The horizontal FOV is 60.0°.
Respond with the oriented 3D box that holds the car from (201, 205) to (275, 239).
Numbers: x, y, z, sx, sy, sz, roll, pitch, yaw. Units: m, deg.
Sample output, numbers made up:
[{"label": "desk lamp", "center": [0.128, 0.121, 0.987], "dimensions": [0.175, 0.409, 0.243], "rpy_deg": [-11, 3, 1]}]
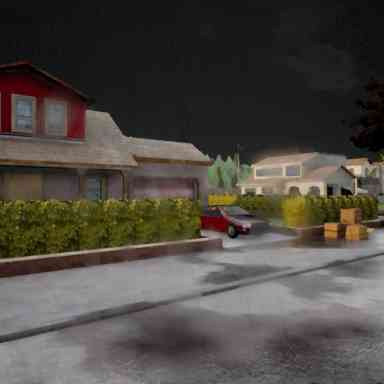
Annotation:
[{"label": "car", "center": [1.561, 1.355, 16.546], "dimensions": [2.033, 1.415, 5.357], "rpy_deg": [0, 0, -33]}]
